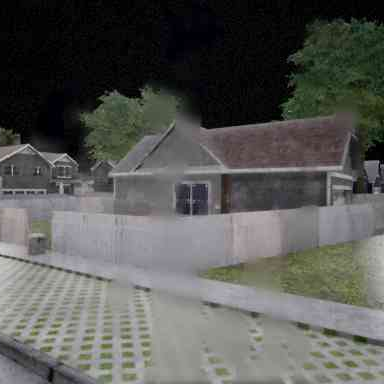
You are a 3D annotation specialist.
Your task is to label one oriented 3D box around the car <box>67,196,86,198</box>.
[{"bbox_3d":[-12.753,1.167,36.183,1.837,1.490,4.892,1,1,34],"label":"car"}]
